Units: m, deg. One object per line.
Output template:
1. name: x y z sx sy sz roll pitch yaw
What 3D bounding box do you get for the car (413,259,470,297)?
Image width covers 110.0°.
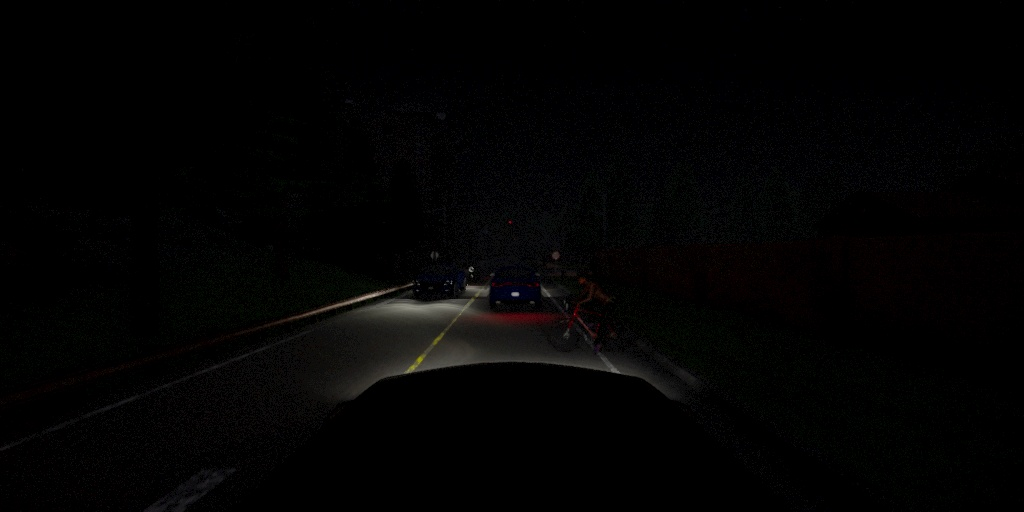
1. car: -3.520 1.113 18.141 1.882 1.535 5.008 0 0 1

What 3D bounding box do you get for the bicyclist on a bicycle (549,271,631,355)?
1. bicyclist on a bicycle: 1.565 1.128 7.165 1.656 1.620 0.582 0 0 0

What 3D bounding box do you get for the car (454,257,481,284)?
1. car: -3.427 0.861 25.250 2.097 1.767 4.553 0 0 0

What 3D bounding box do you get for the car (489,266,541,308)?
1. car: 0.128 1.139 14.719 1.882 1.535 5.008 0 0 0
